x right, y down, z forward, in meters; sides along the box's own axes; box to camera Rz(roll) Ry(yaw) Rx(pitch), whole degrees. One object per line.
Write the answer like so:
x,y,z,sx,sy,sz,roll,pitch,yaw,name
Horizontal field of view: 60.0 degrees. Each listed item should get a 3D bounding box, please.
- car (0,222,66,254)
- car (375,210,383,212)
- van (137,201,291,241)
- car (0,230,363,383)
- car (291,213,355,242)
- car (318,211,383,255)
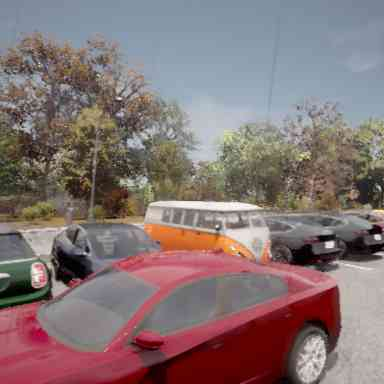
-4.215,1.356,6.400,2.185,1.767,4.553,0,0,-35,car
7.050,1.553,14.506,2.163,1.488,4.792,0,0,-35,car
0.354,1.271,9.553,1.878,1.987,4.442,0,0,-35,van
-0.334,1.482,3.739,5.008,1.535,1.882,0,0,-36,car
2.529,1.535,11.283,2.163,1.488,4.792,0,0,-35,car
4.790,1.544,12.895,2.163,1.488,4.792,0,0,-35,car
